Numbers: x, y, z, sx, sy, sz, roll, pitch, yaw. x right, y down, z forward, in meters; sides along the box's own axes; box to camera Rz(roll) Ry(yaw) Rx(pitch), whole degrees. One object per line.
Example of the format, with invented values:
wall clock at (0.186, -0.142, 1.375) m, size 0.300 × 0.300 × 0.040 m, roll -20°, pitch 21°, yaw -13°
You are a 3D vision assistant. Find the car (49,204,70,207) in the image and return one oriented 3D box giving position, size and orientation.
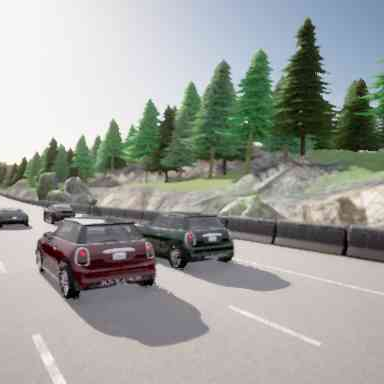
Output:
car at (-10.904, 1.784, 27.276) m, size 1.837 × 1.490 × 4.892 m, roll 1°, pitch -1°, yaw -34°

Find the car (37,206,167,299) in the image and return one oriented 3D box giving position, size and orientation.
car at (-2.793, 1.448, 9.081) m, size 2.097 × 1.767 × 4.553 m, roll 1°, pitch -1°, yaw -34°

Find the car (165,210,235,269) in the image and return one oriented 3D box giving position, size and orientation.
car at (-0.558, 1.486, 12.021) m, size 2.097 × 1.767 × 4.553 m, roll 1°, pitch -1°, yaw -34°

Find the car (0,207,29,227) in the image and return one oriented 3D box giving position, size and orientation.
car at (-13.539, 1.809, 24.926) m, size 1.994 × 1.385 × 4.181 m, roll 1°, pitch -1°, yaw -34°
